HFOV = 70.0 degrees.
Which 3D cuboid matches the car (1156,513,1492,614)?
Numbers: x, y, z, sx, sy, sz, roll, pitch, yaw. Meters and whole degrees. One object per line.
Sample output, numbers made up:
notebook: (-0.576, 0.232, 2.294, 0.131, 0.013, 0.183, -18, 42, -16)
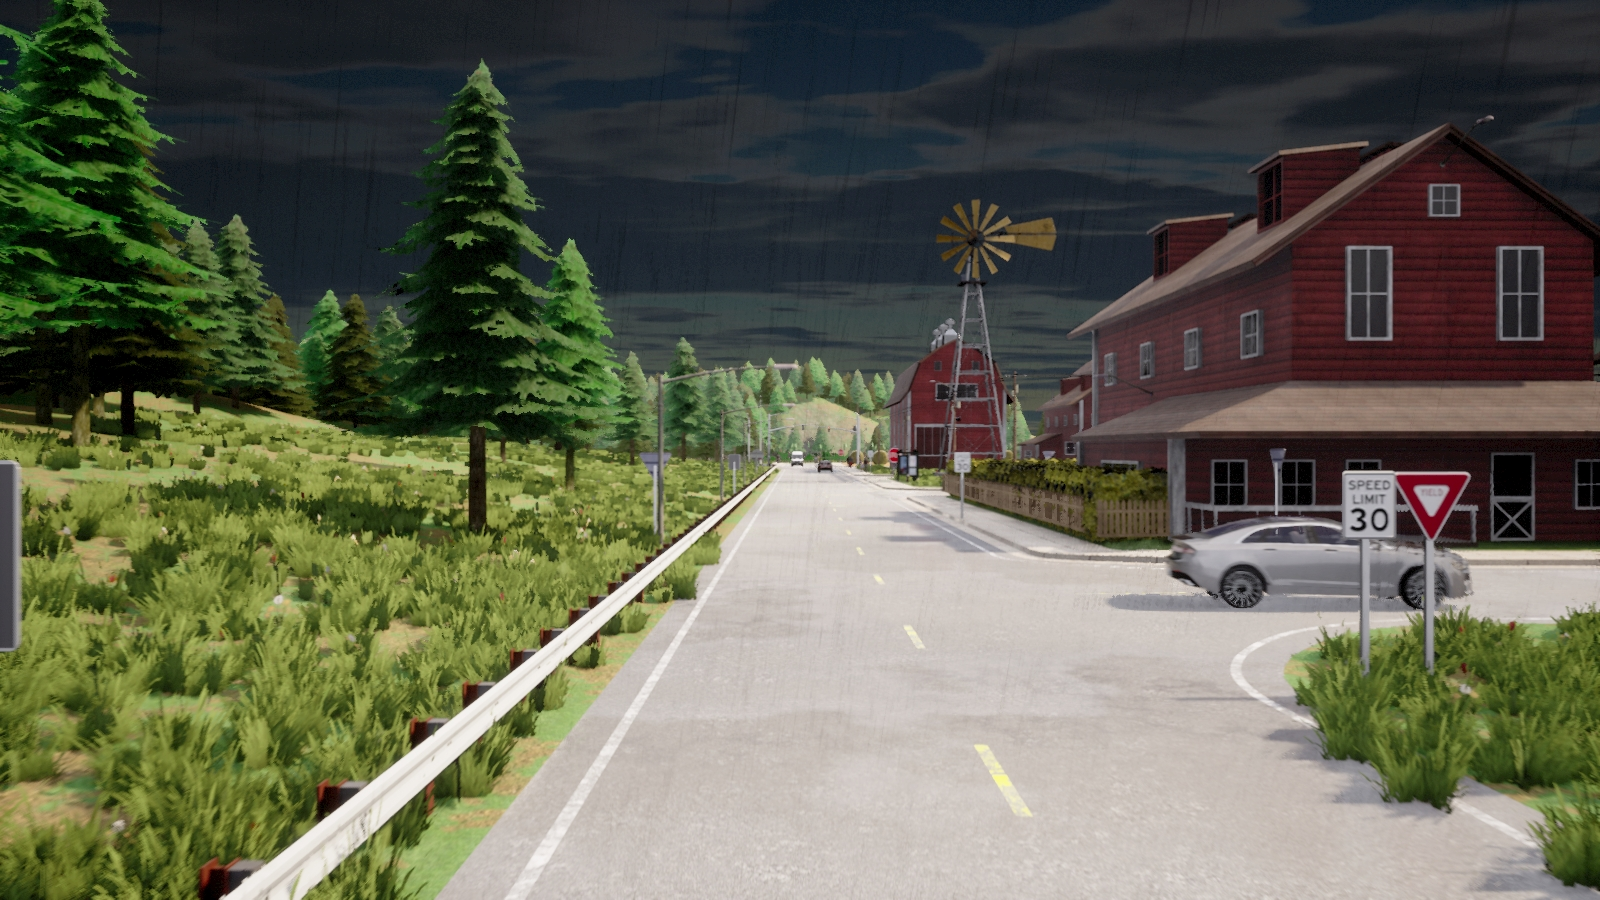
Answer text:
car: (8.927, 1.919, 19.896, 4.902, 1.511, 2.128, -1, 0, 8)
